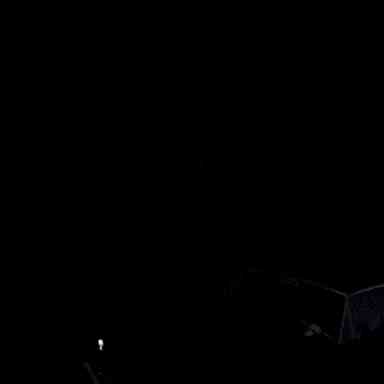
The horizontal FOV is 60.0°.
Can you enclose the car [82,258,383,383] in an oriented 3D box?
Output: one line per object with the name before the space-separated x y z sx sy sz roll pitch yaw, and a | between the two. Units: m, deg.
car | 1.258 1.598 3.961 4.718 1.301 1.895 0 0 -36
